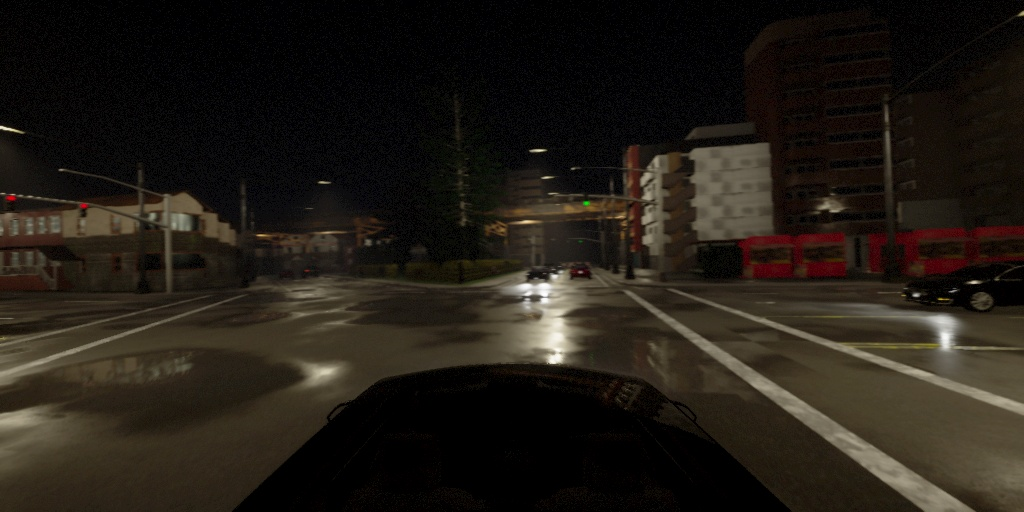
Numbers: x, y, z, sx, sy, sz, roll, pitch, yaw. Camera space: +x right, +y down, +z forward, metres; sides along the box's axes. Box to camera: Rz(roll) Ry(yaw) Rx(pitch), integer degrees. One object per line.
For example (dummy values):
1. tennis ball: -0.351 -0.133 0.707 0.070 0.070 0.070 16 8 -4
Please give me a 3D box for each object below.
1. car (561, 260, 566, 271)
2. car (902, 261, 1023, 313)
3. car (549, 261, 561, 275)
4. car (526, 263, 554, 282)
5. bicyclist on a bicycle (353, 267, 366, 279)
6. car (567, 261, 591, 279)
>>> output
1. car: 7.409 1.637 59.355 1.837 1.490 4.892 -2 -1 11
2. car: 15.583 0.920 11.315 4.892 1.490 1.837 -3 -1 10
3. car: 4.721 1.562 44.838 1.837 1.490 4.892 -2 -1 11
4. car: 2.420 1.593 32.302 1.895 1.301 4.718 -2 -1 10
5. bicyclist on a bicycle: -20.742 2.263 48.855 1.656 1.620 0.582 -2 -1 -35
6. car: 6.539 1.441 34.388 1.994 1.385 4.181 -2 -1 10
